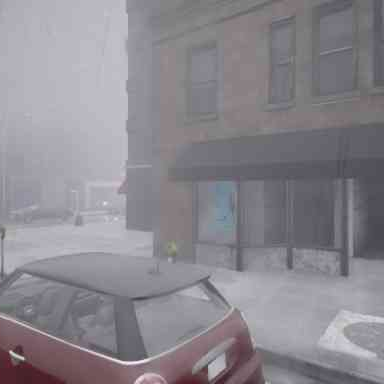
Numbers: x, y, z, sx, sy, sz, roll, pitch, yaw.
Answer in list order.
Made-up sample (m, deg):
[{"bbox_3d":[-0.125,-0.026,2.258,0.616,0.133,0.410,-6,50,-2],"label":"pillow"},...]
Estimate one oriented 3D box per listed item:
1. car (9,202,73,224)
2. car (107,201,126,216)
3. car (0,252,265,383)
[{"bbox_3d":[-11.352,1.520,25.340,1.812,1.442,4.674,0,0,37],"label":"car"},{"bbox_3d":[-6.231,1.560,32.618,1.994,1.385,4.181,0,0,35],"label":"car"},{"bbox_3d":[-1.374,1.441,3.828,4.097,1.590,1.967,0,0,36],"label":"car"}]
